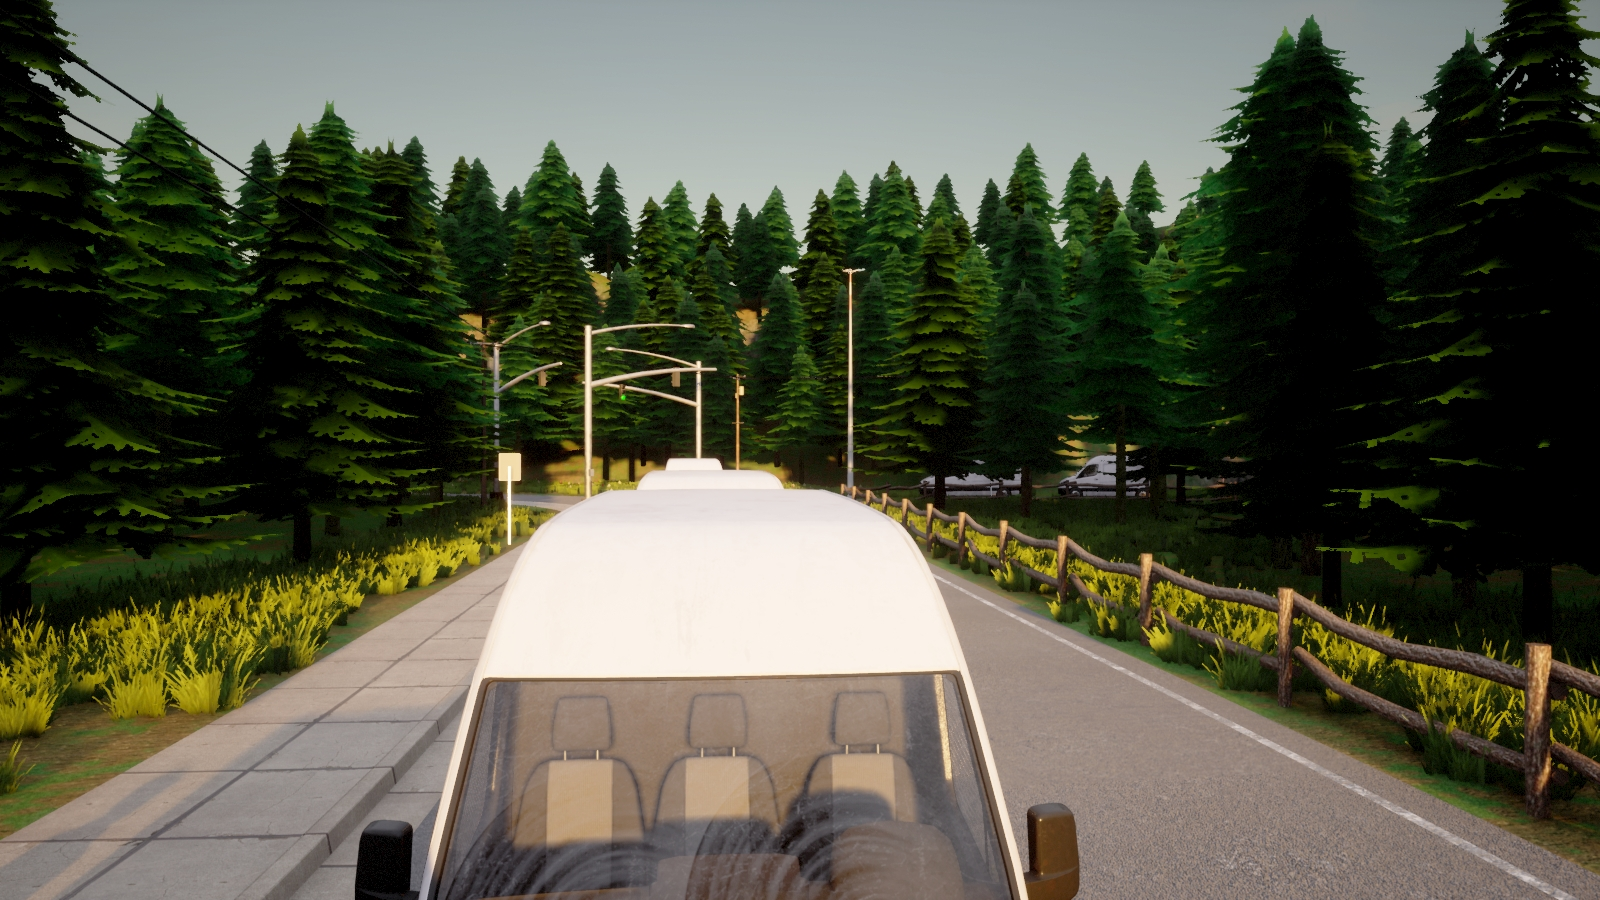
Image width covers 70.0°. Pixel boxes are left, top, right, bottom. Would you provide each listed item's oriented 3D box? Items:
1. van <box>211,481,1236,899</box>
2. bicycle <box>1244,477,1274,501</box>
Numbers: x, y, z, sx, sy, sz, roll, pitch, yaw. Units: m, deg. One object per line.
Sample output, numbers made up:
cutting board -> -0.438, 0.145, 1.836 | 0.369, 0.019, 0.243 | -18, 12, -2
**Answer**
van -> -0.350, 1.499, 5.168 | 1.988, 2.561, 5.915 | 0, 0, -5
bicycle -> 25.303, 2.158, 62.944 | 1.487, 1.276, 0.859 | 0, 0, 27
